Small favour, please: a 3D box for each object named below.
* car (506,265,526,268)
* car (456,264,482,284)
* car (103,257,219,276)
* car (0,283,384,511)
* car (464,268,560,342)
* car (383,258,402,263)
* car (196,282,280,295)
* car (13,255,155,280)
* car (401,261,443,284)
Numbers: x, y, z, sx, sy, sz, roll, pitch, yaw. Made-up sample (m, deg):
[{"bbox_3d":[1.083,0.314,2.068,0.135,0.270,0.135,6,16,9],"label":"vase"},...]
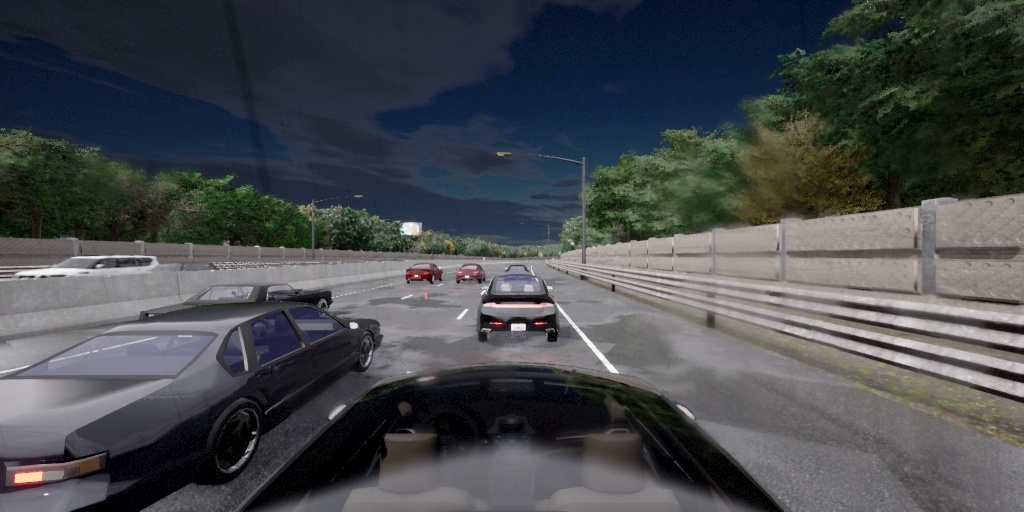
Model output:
[{"bbox_3d":[0.405,1.334,26.762,1.994,1.385,4.181,0,0,1],"label":"car"},{"bbox_3d":[-3.092,1.295,27.374,1.812,1.442,4.674,0,0,1],"label":"car"},{"bbox_3d":[-17.451,1.107,18.593,2.097,1.767,4.553,0,0,1],"label":"car"},{"bbox_3d":[-3.375,1.297,4.545,2.033,1.411,5.357,0,0,-1],"label":"car"},{"bbox_3d":[0.147,1.244,9.749,2.128,1.511,4.902,0,0,0],"label":"car"},{"bbox_3d":[-19.583,1.016,58.763,2.128,1.511,4.902,0,0,3],"label":"car"},{"bbox_3d":[-6.856,1.352,9.763,1.895,1.301,4.718,0,0,0],"label":"car"},{"bbox_3d":[-20.963,0.975,18.141,2.150,2.045,5.566,0,0,1],"label":"car"},{"bbox_3d":[-6.584,1.245,27.382,1.882,1.535,5.008,0,0,1],"label":"car"}]
